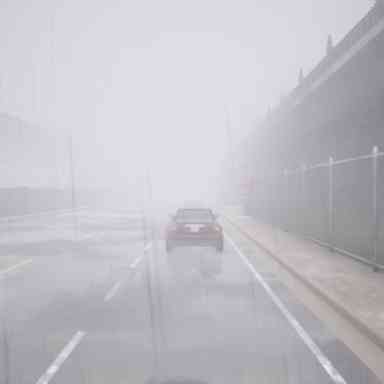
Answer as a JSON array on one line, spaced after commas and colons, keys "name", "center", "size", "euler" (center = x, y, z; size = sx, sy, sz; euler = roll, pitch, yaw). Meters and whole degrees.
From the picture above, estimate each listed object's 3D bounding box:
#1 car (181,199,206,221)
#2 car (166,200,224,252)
[{"name": "car", "center": [0.084, 1.403, 27.494], "size": [1.882, 1.535, 5.008], "euler": [0, 0, 0]}, {"name": "car", "center": [0.092, 1.314, 13.753], "size": [2.097, 1.767, 4.553], "euler": [0, 0, 0]}]
